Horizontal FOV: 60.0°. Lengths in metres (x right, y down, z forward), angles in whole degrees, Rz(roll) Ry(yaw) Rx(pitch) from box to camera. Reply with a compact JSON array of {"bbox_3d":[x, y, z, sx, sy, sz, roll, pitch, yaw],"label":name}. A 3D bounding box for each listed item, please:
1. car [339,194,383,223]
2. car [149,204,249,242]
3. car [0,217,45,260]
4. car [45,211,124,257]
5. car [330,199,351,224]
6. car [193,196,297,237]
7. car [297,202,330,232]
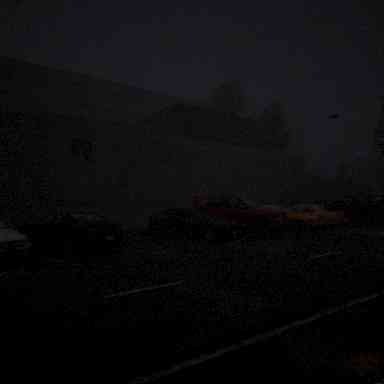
[{"bbox_3d":[12.185,1.222,25.247,5.566,2.045,2.435,-1,-1,35],"label":"car"},{"bbox_3d":[0.019,1.505,16.519,4.792,1.488,2.163,-1,-1,35],"label":"car"},{"bbox_3d":[-7.343,1.533,11.313,4.674,1.452,2.002,-1,-1,35],"label":"car"},{"bbox_3d":[-4.894,1.489,13.045,5.008,1.535,2.097,-1,0,35],"label":"car"},{"bbox_3d":[7.171,1.467,21.856,5.366,1.575,1.946,-1,-1,35],"label":"car"},{"bbox_3d":[2.462,1.220,18.265,5.566,2.045,2.435,-1,-1,35],"label":"car"},{"bbox_3d":[5.038,1.462,19.911,5.366,1.575,1.946,-1,-1,35],"label":"car"}]
